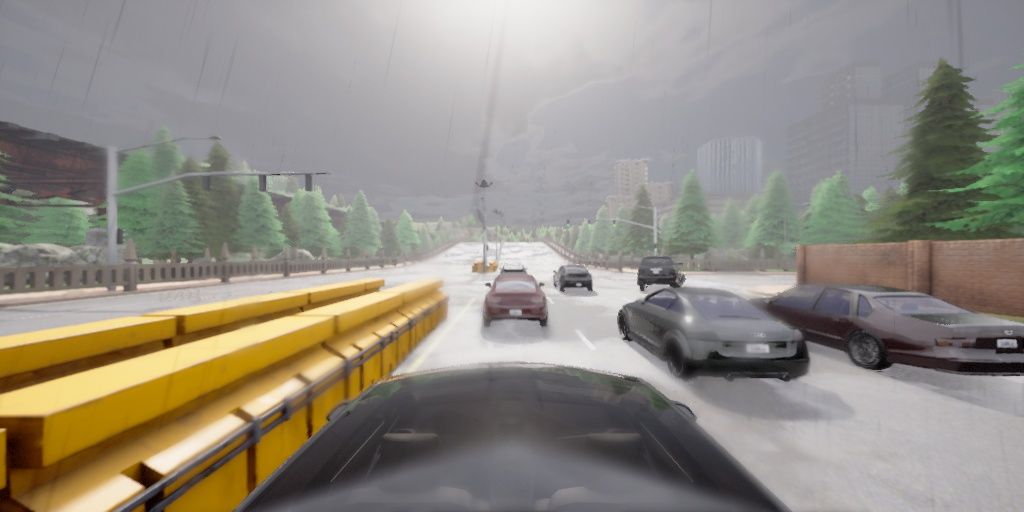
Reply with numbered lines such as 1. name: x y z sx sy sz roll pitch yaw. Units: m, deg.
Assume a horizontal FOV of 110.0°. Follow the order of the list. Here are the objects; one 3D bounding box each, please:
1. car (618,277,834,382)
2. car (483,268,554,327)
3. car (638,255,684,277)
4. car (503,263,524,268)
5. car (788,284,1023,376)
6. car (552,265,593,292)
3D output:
1. car: 3.597 1.318 7.247 1.994 1.385 4.181 0 0 0
2. car: 0.099 1.282 11.478 1.812 1.442 4.674 0 0 0
3. car: 9.296 0.987 22.328 2.150 2.045 5.566 -1 0 28
4. car: 0.100 1.256 25.458 2.128 1.511 4.902 0 0 0
5. car: 7.099 1.301 7.654 2.033 1.411 5.357 0 0 0
6. car: 3.600 1.270 21.720 1.837 1.490 4.892 0 1 0
